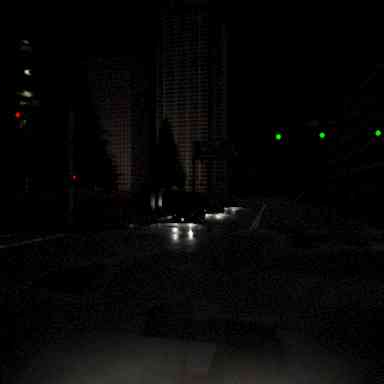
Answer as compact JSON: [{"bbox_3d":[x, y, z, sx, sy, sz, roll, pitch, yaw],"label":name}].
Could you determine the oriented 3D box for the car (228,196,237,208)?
[{"bbox_3d":[6.314,1.787,54.823,1.837,1.490,4.892,0,-1,14],"label":"car"}]

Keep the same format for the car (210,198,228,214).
[{"bbox_3d":[2.713,1.685,39.581,1.882,1.535,5.008,0,0,13],"label":"car"}]

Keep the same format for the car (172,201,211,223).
[{"bbox_3d":[-0.098,1.696,27.607,2.033,1.411,5.357,0,0,13],"label":"car"}]
